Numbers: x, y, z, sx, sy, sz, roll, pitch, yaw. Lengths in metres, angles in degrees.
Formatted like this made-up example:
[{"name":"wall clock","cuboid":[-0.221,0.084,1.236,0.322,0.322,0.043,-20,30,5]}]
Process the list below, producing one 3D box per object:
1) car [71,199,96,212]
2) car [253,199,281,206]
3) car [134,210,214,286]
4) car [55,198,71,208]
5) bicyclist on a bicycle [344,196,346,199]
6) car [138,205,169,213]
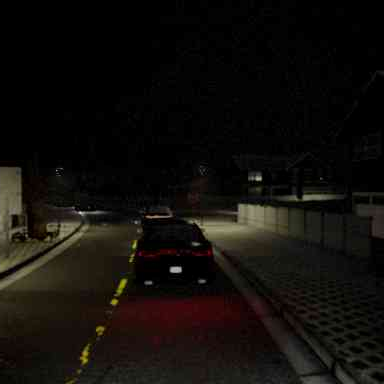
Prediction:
[{"name":"car","cuboid":[-13.533,1.639,41.981,1.837,1.490,4.892,0,0,-29]},{"name":"car","cuboid":[7.849,1.447,35.459,5.357,1.411,2.033,-1,0,-14]},{"name":"car","cuboid":[-0.581,1.514,9.587,1.882,1.535,5.008,0,0,-5]},{"name":"car","cuboid":[-20.399,1.703,52.868,1.812,1.442,4.674,0,0,-37]},{"name":"bicyclist on a bicycle","cuboid":[14.378,1.151,30.970,0.582,1.620,1.656,-1,0,-13]},{"name":"car","cuboid":[-2.181,1.562,20.188,2.128,1.511,4.902,0,0,-10]}]
